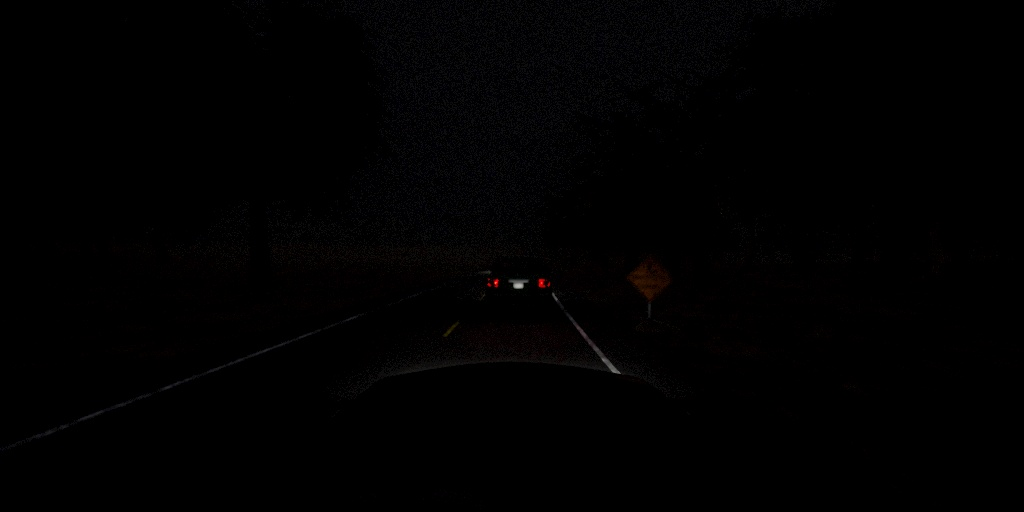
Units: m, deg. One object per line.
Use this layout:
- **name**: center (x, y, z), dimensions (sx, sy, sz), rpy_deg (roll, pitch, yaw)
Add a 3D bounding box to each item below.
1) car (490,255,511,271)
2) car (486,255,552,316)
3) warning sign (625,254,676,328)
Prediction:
- **car**: center (-1.464, 0.930, 48.131), dimensions (2.150, 2.045, 5.566), rpy_deg (0, 0, 4)
- **car**: center (0.291, 0.974, 13.489), dimensions (2.150, 2.045, 5.566), rpy_deg (0, 0, 2)
- **warning sign**: center (3.637, 0.869, 9.555), dimensions (1.300, 1.860, 1.060), rpy_deg (0, 0, 1)
